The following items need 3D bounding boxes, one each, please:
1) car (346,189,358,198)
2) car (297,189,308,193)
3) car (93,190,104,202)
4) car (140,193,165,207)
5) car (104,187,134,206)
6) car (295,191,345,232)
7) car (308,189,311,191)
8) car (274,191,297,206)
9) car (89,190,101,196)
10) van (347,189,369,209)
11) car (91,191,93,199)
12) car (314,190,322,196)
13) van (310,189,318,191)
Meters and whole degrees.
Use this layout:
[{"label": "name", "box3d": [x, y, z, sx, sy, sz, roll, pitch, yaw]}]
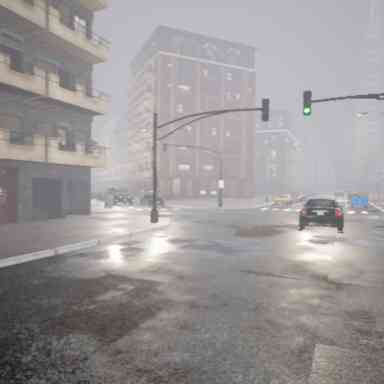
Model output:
[{"label": "car", "box3d": [34.176, 0.310, 71.027, 2.192, 1.841, 5.009, 1, 1, 25]}, {"label": "car", "box3d": [15.425, 0.617, 49.092, 1.967, 1.590, 4.097, 1, 1, 25]}, {"label": "car", "box3d": [-12.627, 0.594, 48.423, 2.128, 1.511, 4.902, 0, 1, -24]}, {"label": "car", "box3d": [-4.531, 0.855, 37.727, 1.812, 1.442, 4.674, 0, 1, -25]}, {"label": "car", "box3d": [-8.583, 0.480, 39.493, 2.150, 2.045, 5.566, 0, 1, -25]}, {"label": "car", "box3d": [7.149, 1.047, 18.125, 2.097, 1.767, 4.553, 1, 1, 25]}, {"label": "car", "box3d": [17.741, 0.674, 54.140, 1.947, 1.339, 4.313, 1, 1, 25]}, {"label": "car", "box3d": [10.716, 0.845, 38.849, 1.752, 1.417, 4.829, 1, 1, 25]}, {"label": "car", "box3d": [-22.204, 0.302, 75.874, 1.895, 1.301, 4.718, 0, 1, -25]}, {"label": "van", "box3d": [17.949, 0.808, 35.711, 1.690, 1.788, 3.998, 1, 1, 25]}, {"label": "car", "box3d": [-16.674, 0.519, 57.287, 1.994, 1.385, 4.181, 0, 1, -25]}, {"label": "car", "box3d": [33.964, 0.264, 89.451, 1.802, 1.307, 4.206, 1, 1, 25]}, {"label": "van", "box3d": [24.698, 0.250, 69.268, 1.690, 1.788, 3.998, 1, 1, 25]}]
